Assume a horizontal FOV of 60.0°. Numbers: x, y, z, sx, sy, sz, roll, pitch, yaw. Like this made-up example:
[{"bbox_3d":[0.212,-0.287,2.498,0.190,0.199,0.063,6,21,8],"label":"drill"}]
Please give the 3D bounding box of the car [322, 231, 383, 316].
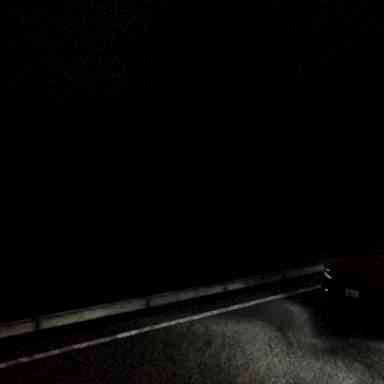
[{"bbox_3d":[4.893,1.531,7.217,5.008,1.535,1.882,1,0,-33],"label":"car"}]
